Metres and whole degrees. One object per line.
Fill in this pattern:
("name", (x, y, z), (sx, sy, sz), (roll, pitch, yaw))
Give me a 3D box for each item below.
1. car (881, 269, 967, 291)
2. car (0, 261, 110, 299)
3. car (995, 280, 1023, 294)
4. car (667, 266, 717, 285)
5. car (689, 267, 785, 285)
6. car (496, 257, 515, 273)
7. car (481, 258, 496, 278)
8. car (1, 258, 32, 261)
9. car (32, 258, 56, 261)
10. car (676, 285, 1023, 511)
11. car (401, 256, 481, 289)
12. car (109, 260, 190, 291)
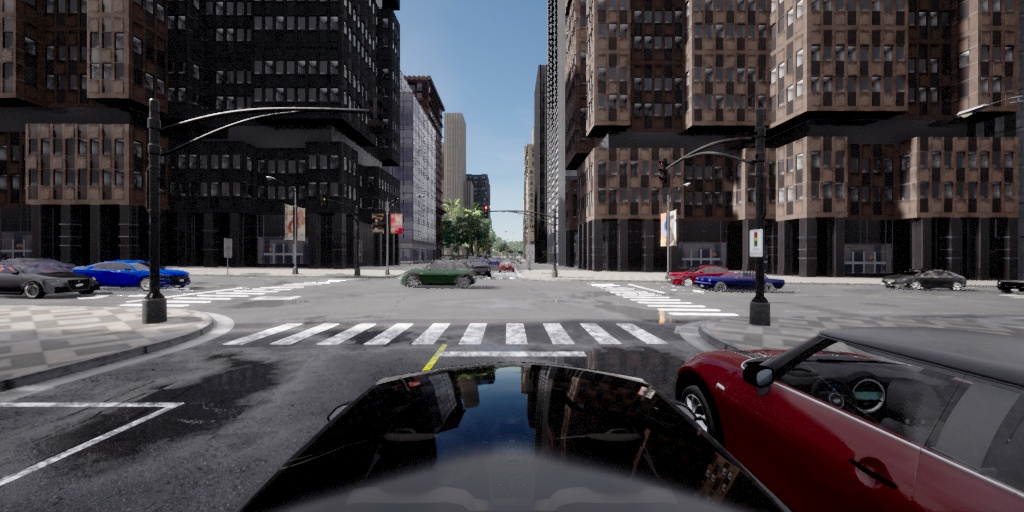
("car", (29.582, 1.701, 25.824), (4.892, 1.490, 1.837), (1, 0, 0))
("car", (-20.775, 1.052, 15.558), (4.181, 1.385, 1.994), (1, 0, 0))
("car", (33.881, 1.862, 22.599), (4.718, 1.301, 1.895), (1, 0, 0))
("car", (13.794, 1.443, 25.731), (5.008, 1.535, 1.882), (1, 0, 0))
("car", (14.122, 1.575, 22.481), (4.718, 1.301, 1.895), (1, 0, 0))
("car", (-0.629, 1.193, 43.768), (1.967, 1.591, 4.097), (0, 0, 0))
("car", (-3.131, 1.233, 33.207), (1.837, 1.490, 4.892), (-3, 1, -15))
("car", (-28.950, 0.721, 18.755), (4.553, 1.767, 2.097), (1, 0, 0))
("car", (-30.752, 0.903, 22.194), (4.181, 1.385, 1.994), (1, 0, 0))
("car", (2.763, 1.190, 2.378), (1.967, 1.591, 4.097), (0, 0, 0))
("car", (-4.479, 1.061, 22.362), (4.553, 1.767, 2.097), (1, 0, 0))
("car", (-19.838, 0.975, 18.813), (5.008, 1.535, 1.882), (1, 0, 0))
